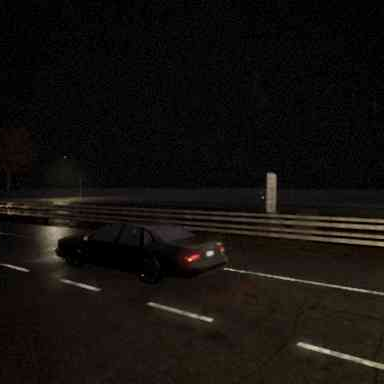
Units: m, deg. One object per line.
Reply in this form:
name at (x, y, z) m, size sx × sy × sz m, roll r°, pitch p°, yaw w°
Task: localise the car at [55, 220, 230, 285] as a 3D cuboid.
car at (-1.603, 1.516, 9.437) m, size 5.357 × 1.411 × 2.033 m, roll 0°, pitch 0°, yaw 36°
